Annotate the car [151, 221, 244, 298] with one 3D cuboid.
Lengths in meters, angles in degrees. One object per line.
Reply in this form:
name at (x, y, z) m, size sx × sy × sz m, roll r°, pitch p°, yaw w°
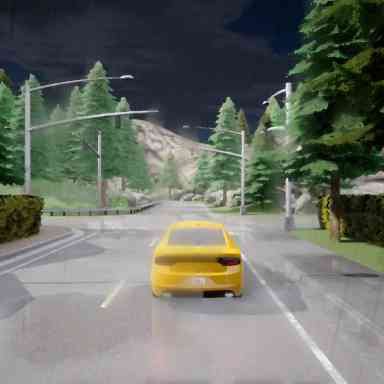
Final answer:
car at (0.121, 1.478, 8.563) m, size 1.882 × 1.535 × 5.008 m, roll 0°, pitch 0°, yaw 0°
